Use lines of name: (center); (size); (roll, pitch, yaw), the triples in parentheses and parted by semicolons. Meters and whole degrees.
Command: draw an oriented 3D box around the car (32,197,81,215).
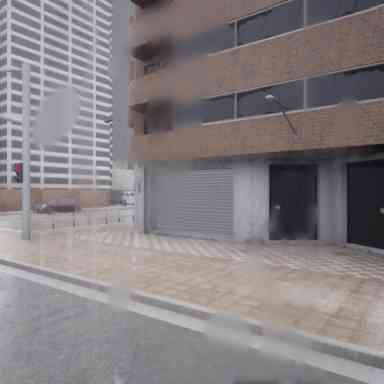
car: (-13.664, 1.353, 33.688); (2.097, 1.767, 4.553); (0, 0, 36)
